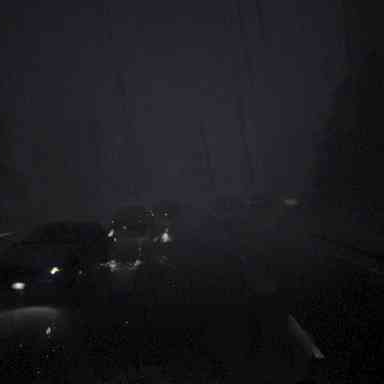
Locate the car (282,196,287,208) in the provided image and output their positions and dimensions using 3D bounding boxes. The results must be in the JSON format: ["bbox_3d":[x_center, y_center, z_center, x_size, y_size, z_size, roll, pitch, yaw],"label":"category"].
[{"bbox_3d":[11.017,1.579,47.060,4.674,1.442,1.812,0,0,-44],"label":"car"}]

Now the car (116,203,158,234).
[{"bbox_3d":[-3.362,1.553,19.412,1.812,1.442,4.674,0,0,2],"label":"car"}]

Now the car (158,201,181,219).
[{"bbox_3d":[-2.279,1.544,29.504,1.837,1.490,4.892,0,0,13],"label":"car"}]

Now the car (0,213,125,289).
[{"bbox_3d":[-3.580,1.562,9.539,2.033,1.411,5.357,0,0,0],"label":"car"}]

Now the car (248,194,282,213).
[{"bbox_3d":[8.098,1.265,37.512,2.150,2.045,5.566,0,0,30],"label":"car"}]

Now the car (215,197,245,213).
[{"bbox_3d":[4.353,1.398,37.937,2.097,1.767,4.553,0,0,30],"label":"car"}]

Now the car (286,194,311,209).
[{"bbox_3d":[15.013,1.274,46.139,5.566,2.045,2.150,0,0,-42],"label":"car"}]
